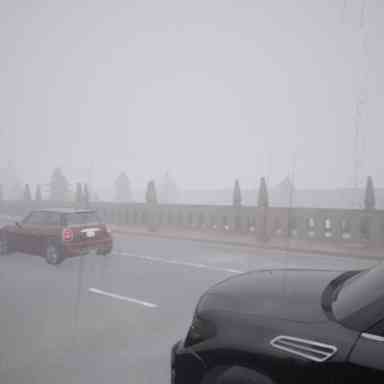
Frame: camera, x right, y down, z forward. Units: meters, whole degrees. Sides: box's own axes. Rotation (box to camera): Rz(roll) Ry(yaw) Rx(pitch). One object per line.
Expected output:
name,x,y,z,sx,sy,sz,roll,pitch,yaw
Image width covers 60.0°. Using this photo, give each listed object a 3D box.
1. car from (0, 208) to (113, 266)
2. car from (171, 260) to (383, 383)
car,-4.958,1.354,11.829,4.553,1.767,2.097,0,0,36
car,2.458,1.221,2.239,5.566,2.045,2.150,0,0,36
